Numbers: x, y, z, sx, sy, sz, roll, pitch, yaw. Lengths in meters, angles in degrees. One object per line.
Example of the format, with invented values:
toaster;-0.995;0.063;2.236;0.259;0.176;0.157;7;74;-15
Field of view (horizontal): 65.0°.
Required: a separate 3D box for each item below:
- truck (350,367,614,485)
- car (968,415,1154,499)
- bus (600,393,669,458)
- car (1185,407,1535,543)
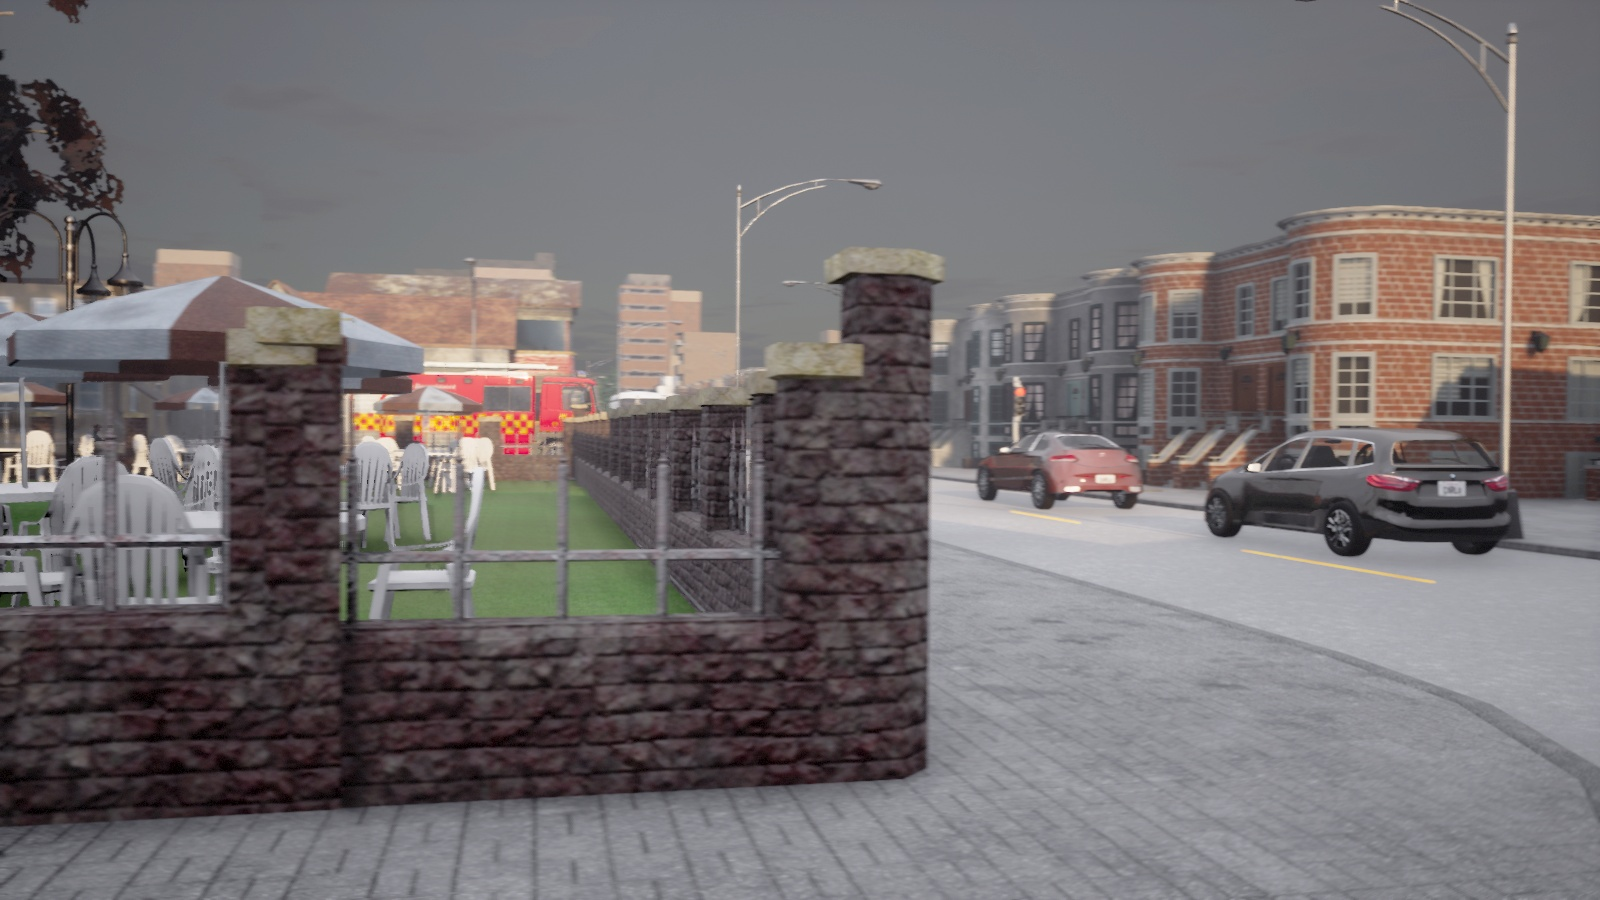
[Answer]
truck;-10.815;-0.861;43.308;8.468;3.827;2.891;-1;1;-12
car;5.585;0.112;27.677;2.152;1.651;5.027;-1;1;-12
bus;-11.818;-1.711;88.532;3.944;4.253;10.273;-1;1;-12
car;7.729;0.289;17.952;2.242;1.667;4.611;-1;0;-13
